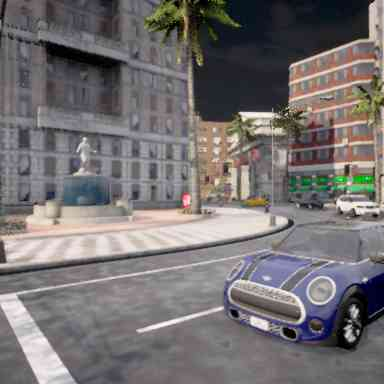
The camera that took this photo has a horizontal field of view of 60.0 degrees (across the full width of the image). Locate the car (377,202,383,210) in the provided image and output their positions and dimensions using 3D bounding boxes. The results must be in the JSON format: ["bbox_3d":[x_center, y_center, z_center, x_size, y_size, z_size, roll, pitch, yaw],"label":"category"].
[{"bbox_3d":[13.901,1.588,21.891,1.812,1.442,4.674,0,0,18],"label":"car"}]

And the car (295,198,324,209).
[{"bbox_3d":[16.985,1.669,48.120,1.837,1.490,4.892,0,0,-17],"label":"car"}]

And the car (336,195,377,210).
[{"bbox_3d":[15.919,1.322,32.198,2.150,2.045,5.566,0,0,2],"label":"car"}]

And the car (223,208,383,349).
[{"bbox_3d":[2.709,1.374,6.459,4.553,1.767,2.097,0,0,-41],"label":"car"}]

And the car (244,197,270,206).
[{"bbox_3d":[11.527,1.698,59.351,1.882,1.535,5.008,0,0,-36],"label":"car"}]
